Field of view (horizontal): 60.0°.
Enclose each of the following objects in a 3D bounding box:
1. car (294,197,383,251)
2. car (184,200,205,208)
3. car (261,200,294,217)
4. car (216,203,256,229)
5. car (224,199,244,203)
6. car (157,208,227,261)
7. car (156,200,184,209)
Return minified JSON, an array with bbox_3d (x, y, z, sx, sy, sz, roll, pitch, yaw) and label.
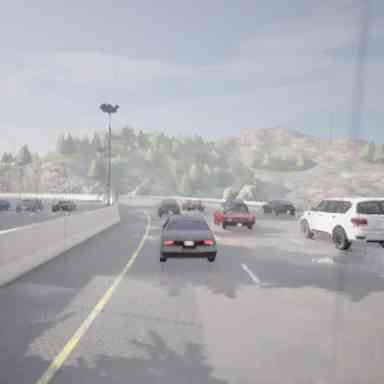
[{"bbox_3d":[6.634,1.234,14.389,2.150,2.045,5.566,0,0,-3],"label":"car"},{"bbox_3d":[0.070,1.565,37.873,1.895,1.301,4.718,0,0,-11],"label":"car"},{"bbox_3d":[8.202,1.506,31.964,1.837,1.490,4.892,0,0,-9],"label":"car"},{"bbox_3d":[2.514,1.590,21.220,1.895,1.301,4.718,0,0,-6],"label":"car"},{"bbox_3d":[4.261,1.488,34.424,1.837,1.490,4.892,0,0,-9],"label":"car"},{"bbox_3d":[-0.237,1.535,12.170,2.033,1.411,5.357,0,0,-3],"label":"car"},{"bbox_3d":[-2.202,1.467,30.585,1.837,1.490,4.892,0,0,-9],"label":"car"}]
